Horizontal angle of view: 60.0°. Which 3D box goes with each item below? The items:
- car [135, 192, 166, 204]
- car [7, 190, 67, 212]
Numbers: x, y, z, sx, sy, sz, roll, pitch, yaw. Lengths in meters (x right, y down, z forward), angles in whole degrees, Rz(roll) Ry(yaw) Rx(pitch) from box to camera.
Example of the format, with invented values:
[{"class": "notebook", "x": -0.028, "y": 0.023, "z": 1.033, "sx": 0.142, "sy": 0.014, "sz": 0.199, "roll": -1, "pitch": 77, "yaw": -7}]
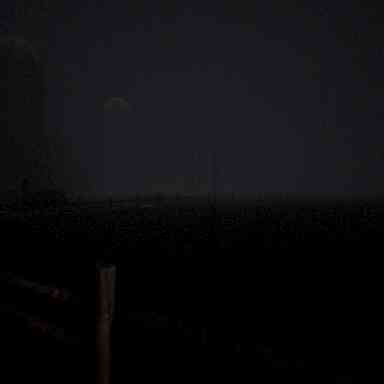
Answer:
[{"class": "car", "x": -5.727, "y": 0.820, "z": 46.399, "sx": 1.882, "sy": 1.535, "sz": 5.008, "roll": 1, "pitch": 2, "yaw": 35}, {"class": "car", "x": -15.170, "y": 0.797, "z": 32.950, "sx": 2.150, "sy": 2.045, "sz": 5.566, "roll": 1, "pitch": 2, "yaw": 35}]
